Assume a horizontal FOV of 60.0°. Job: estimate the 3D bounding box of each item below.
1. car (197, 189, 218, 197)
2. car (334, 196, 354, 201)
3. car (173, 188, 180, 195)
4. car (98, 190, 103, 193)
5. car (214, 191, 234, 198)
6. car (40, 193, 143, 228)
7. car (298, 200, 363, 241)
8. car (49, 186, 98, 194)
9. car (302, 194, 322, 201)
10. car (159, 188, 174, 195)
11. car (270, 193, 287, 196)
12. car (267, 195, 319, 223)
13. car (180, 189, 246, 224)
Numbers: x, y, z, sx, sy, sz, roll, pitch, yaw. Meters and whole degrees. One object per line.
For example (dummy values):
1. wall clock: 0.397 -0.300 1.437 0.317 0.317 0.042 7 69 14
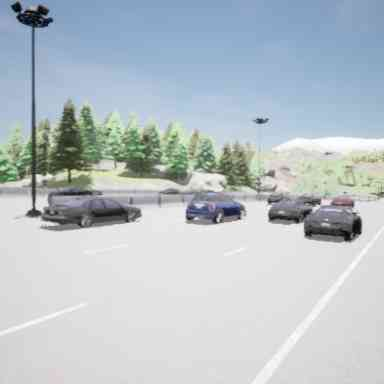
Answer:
1. car: 3.135 0.215 67.047 1.837 1.490 4.892 3 1 34
2. car: 16.882 1.160 37.084 1.994 1.385 4.181 3 1 34
3. car: -0.298 0.280 55.624 2.033 1.411 5.357 3 1 34
4. car: -13.706 0.077 41.969 2.033 1.411 5.357 3 1 34
5. car: 6.330 0.447 65.541 1.895 1.301 4.718 3 1 34
6. car: -4.908 0.958 17.086 2.033 1.411 5.357 3 2 34
7. car: 6.705 1.322 15.582 1.994 1.385 4.181 2 2 34
8. car: -13.186 0.125 36.488 1.882 1.535 5.008 3 2 34
9. car: 13.755 0.958 38.694 2.128 1.511 4.902 3 1 34
10. car: -3.658 0.105 56.891 1.837 1.490 4.892 3 1 34
11. car: 10.764 0.830 40.515 2.128 1.511 4.902 3 1 34
12. car: 6.492 1.167 21.554 1.994 1.385 4.181 2 2 34
13. car: 1.585 0.864 20.492 2.097 1.767 4.553 2 2 34
